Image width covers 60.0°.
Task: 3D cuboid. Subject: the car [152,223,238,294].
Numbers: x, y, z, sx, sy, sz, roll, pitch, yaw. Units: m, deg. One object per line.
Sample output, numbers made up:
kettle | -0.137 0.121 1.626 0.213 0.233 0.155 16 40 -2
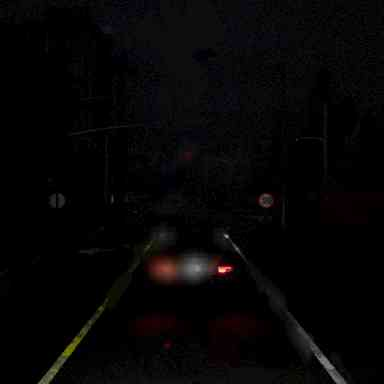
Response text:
car | 0.074 1.547 8.941 2.033 1.411 5.357 0 0 0

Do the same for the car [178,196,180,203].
car | -3.480 1.504 57.484 1.837 1.490 4.892 0 0 0

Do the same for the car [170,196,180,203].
car | -3.395 1.504 67.863 1.837 1.490 4.892 0 0 0

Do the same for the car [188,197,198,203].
car | 0.219 1.600 69.713 1.895 1.301 4.718 0 0 0

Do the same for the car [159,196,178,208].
car | -3.510 1.547 47.133 2.033 1.411 5.357 0 0 0
